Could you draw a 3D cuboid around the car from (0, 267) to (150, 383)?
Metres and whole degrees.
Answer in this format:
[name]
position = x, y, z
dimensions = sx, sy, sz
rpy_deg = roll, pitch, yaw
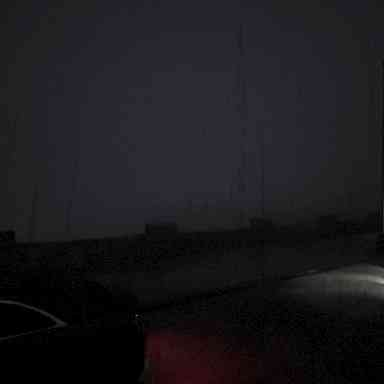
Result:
[car]
position = -2.722, 1.483, 2.639
dimensions = 4.902, 1.511, 2.128
rpy_deg = 1, -1, -36
